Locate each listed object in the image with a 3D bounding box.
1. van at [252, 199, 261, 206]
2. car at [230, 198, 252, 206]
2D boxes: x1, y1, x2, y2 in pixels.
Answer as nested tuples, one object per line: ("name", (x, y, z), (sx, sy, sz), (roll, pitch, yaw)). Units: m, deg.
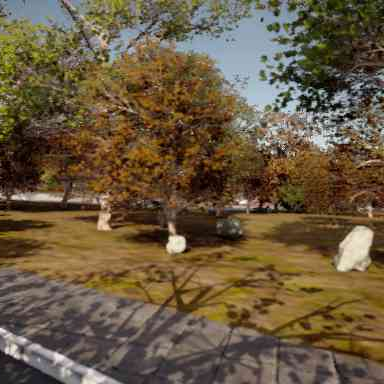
("van", (16.155, 2.790, 91.180), (4.442, 1.987, 1.878), (3, 1, -45))
("car", (12.284, 2.532, 87.341), (5.566, 2.045, 2.435), (3, 1, -45))
